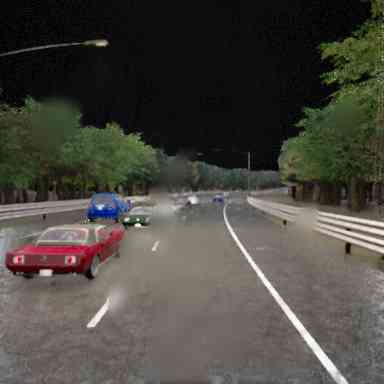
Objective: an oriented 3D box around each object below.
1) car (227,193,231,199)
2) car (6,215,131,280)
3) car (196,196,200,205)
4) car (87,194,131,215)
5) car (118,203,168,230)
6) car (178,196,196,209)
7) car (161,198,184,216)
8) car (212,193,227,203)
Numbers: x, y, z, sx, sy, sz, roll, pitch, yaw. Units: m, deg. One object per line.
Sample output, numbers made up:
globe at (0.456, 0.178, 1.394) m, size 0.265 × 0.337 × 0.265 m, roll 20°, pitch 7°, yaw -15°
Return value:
car at (8.123, 0.963, 79.730) m, size 1.994 × 1.385 × 4.181 m, roll 0°, pitch 1°, yaw 12°
car at (-3.352, 1.605, 9.995) m, size 1.895 × 1.301 × 4.718 m, roll 0°, pitch 0°, yaw 2°
car at (0.170, 1.370, 53.235) m, size 1.812 × 1.442 × 4.674 m, roll 0°, pitch 0°, yaw 8°
car at (-6.029, 1.180, 25.097) m, size 2.150 × 2.045 × 5.566 m, roll 0°, pitch 0°, yaw 4°
car at (-2.906, 1.580, 20.842) m, size 1.895 × 1.301 × 4.718 m, roll 0°, pitch 0°, yaw 3°
car at (-1.146, 1.381, 42.456) m, size 2.128 × 1.511 × 4.902 m, roll 0°, pitch 0°, yaw 6°
car at (-2.169, 1.535, 31.676) m, size 1.895 × 1.301 × 4.718 m, roll 0°, pitch 0°, yaw 5°
car at (4.903, 1.270, 62.250) m, size 1.882 × 1.535 × 5.008 m, roll 0°, pitch 1°, yaw 10°
